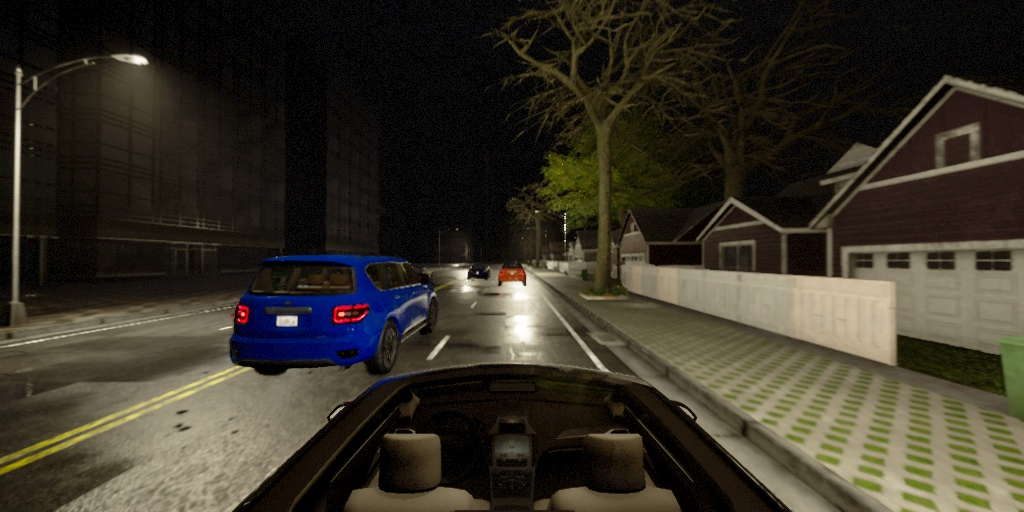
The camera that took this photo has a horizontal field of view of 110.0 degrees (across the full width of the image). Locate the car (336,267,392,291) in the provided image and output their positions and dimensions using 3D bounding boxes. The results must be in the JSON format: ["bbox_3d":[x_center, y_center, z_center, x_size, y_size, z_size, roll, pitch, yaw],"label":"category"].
[{"bbox_3d":[-9.749,1.450,23.988,1.994,1.385,4.181,0,0,0],"label":"car"}]

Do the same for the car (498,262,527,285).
[{"bbox_3d":[0.042,1.259,27.670,2.097,1.767,4.553,0,0,1],"label":"car"}]

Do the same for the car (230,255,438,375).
[{"bbox_3d":[-3.149,1.008,7.703,2.150,2.045,5.566,0,0,0],"label":"car"}]

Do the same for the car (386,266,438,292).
[{"bbox_3d":[-6.499,1.431,23.988,2.033,1.411,5.357,0,0,0],"label":"car"}]

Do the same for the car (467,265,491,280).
[{"bbox_3d":[-3.148,1.519,34.710,1.994,1.385,4.181,0,0,0],"label":"car"}]
